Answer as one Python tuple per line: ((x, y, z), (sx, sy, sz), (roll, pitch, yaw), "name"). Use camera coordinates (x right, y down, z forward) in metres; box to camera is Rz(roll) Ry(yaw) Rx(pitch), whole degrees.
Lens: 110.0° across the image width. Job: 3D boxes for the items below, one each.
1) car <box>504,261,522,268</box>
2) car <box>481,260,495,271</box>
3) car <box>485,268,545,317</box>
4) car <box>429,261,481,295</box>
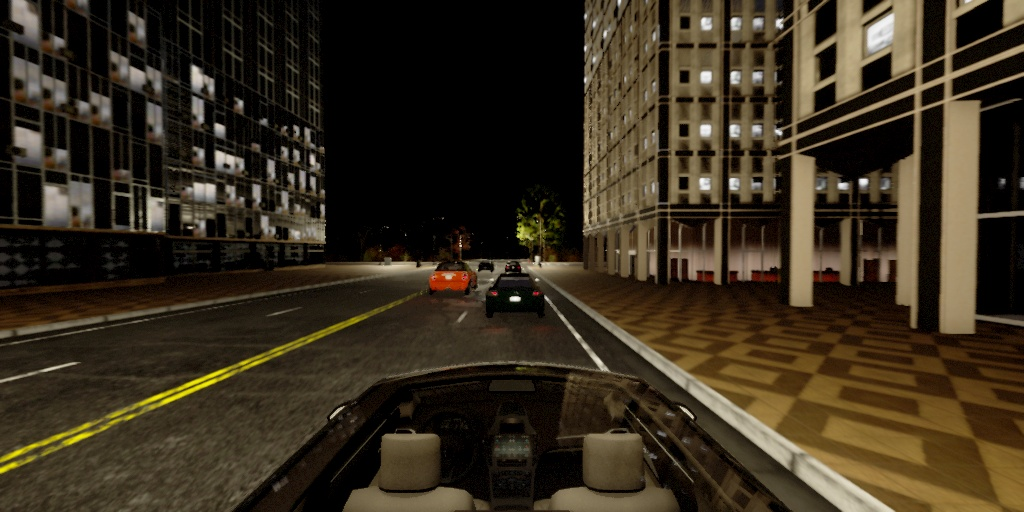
((0.114, 1.254, 39.159), (2.033, 1.411, 5.357), (0, 0, 0), "car")
((-3.138, 1.189, 44.346), (2.128, 1.511, 4.902), (0, 0, 0), "car")
((0.103, 1.304, 13.152), (1.994, 1.385, 4.181), (0, 0, 0), "car")
((-3.145, 1.085, 19.949), (2.097, 1.767, 4.553), (0, 0, 0), "car")
